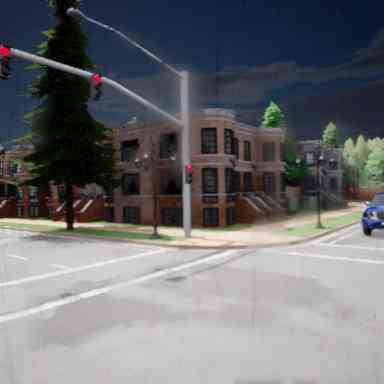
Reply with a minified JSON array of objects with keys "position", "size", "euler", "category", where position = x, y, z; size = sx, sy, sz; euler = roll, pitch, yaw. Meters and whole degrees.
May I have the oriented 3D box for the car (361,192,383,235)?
[{"position":[10.285,1.022,16.884],"size":[2.150,2.045,5.566],"euler":[-1,0,39],"category":"car"}]
